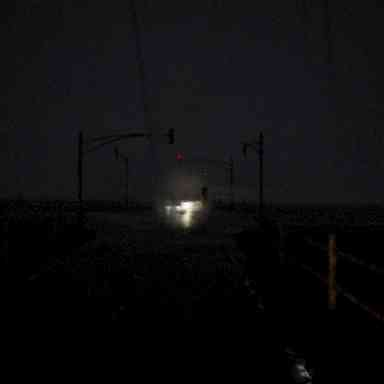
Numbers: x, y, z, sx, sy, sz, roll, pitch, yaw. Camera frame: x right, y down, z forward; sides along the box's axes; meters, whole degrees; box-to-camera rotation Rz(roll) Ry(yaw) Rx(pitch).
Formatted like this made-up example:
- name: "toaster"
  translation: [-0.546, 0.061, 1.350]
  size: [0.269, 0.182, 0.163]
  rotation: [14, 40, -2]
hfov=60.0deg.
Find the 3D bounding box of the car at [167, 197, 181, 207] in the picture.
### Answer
- name: "car"
  translation: [-2.747, 1.505, 50.856]
  size: [1.837, 1.490, 4.892]
  rotation: [0, 2, 0]
